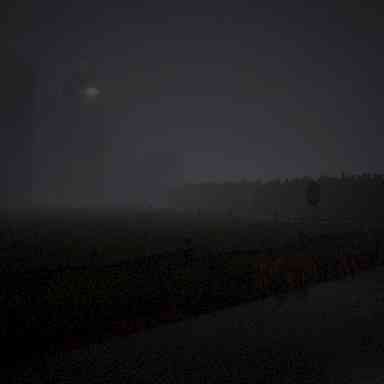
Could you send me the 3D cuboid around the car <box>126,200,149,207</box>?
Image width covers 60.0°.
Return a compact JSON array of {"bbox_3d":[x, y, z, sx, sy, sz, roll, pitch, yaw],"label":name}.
[{"bbox_3d":[-7.229,1.835,44.275,1.837,1.490,4.892,1,0,-36],"label":"car"}]
